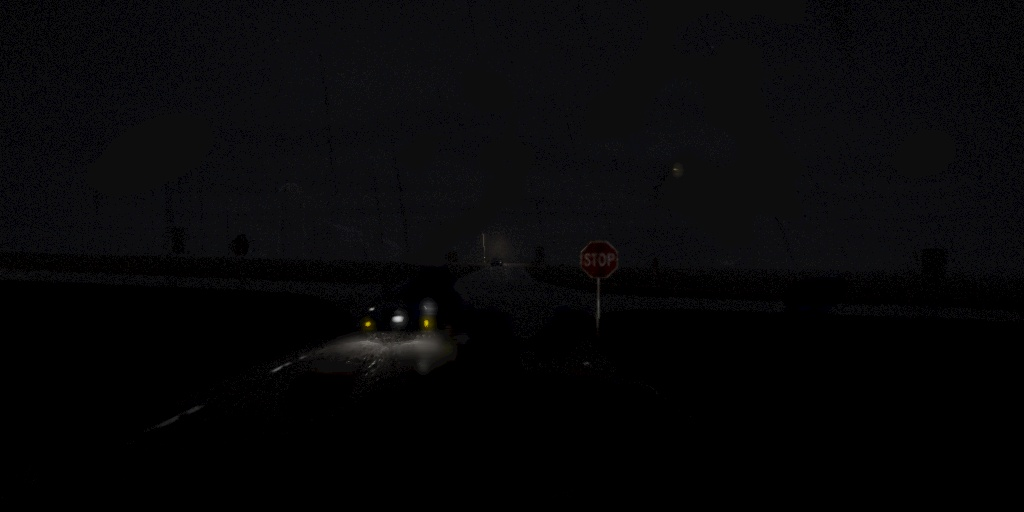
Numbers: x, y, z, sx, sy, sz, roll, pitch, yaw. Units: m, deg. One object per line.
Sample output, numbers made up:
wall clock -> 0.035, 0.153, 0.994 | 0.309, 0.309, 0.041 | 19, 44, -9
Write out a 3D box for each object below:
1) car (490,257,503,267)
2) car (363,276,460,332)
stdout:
car -> -2.741, 1.015, 62.994 | 2.097, 1.767, 4.553 | 0, -1, 0
car -> -2.744, 1.316, 10.629 | 1.994, 1.385, 4.181 | 0, 0, 0
